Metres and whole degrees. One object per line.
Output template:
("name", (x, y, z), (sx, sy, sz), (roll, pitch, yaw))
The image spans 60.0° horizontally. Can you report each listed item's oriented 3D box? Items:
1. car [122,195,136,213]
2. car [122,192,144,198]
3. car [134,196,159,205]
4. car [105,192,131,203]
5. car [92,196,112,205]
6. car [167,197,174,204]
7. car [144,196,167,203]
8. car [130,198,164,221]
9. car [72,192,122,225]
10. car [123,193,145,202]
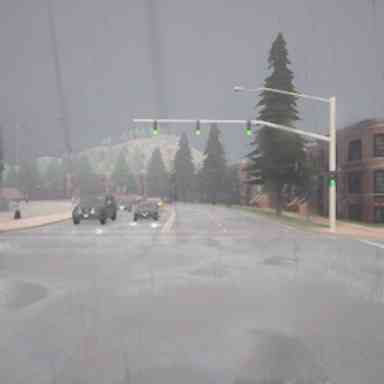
("car", (-7.610, 1.453, 36.886), (2.128, 1.511, 4.902), (0, 0, -8))
("car", (-10.173, 1.300, 55.088), (2.097, 1.767, 4.553), (0, 0, -31))
("car", (-8.049, 1.497, 58.470), (2.033, 1.411, 5.357), (0, 0, -35))
("car", (-14.870, 1.113, 66.561), (5.566, 2.045, 2.150), (0, 0, 42))
("car", (-15.407, 1.468, 56.673), (1.812, 1.442, 4.674), (0, 0, -37))
("car", (-5.416, 1.498, 60.834), (2.033, 1.411, 5.357), (0, 0, -35))
("car", (-4.176, 1.446, 37.350), (1.882, 1.535, 5.008), (0, 0, -8))
("car", (-3.586, 1.482, 27.082), (1.837, 1.490, 4.892), (0, 0, -2))
("car", (-7.004, 1.196, 24.536), (2.150, 2.045, 5.566), (0, 0, -1))
("car", (-12.052, 1.143, 68.717), (4.553, 1.767, 2.097), (0, 0, 42))
